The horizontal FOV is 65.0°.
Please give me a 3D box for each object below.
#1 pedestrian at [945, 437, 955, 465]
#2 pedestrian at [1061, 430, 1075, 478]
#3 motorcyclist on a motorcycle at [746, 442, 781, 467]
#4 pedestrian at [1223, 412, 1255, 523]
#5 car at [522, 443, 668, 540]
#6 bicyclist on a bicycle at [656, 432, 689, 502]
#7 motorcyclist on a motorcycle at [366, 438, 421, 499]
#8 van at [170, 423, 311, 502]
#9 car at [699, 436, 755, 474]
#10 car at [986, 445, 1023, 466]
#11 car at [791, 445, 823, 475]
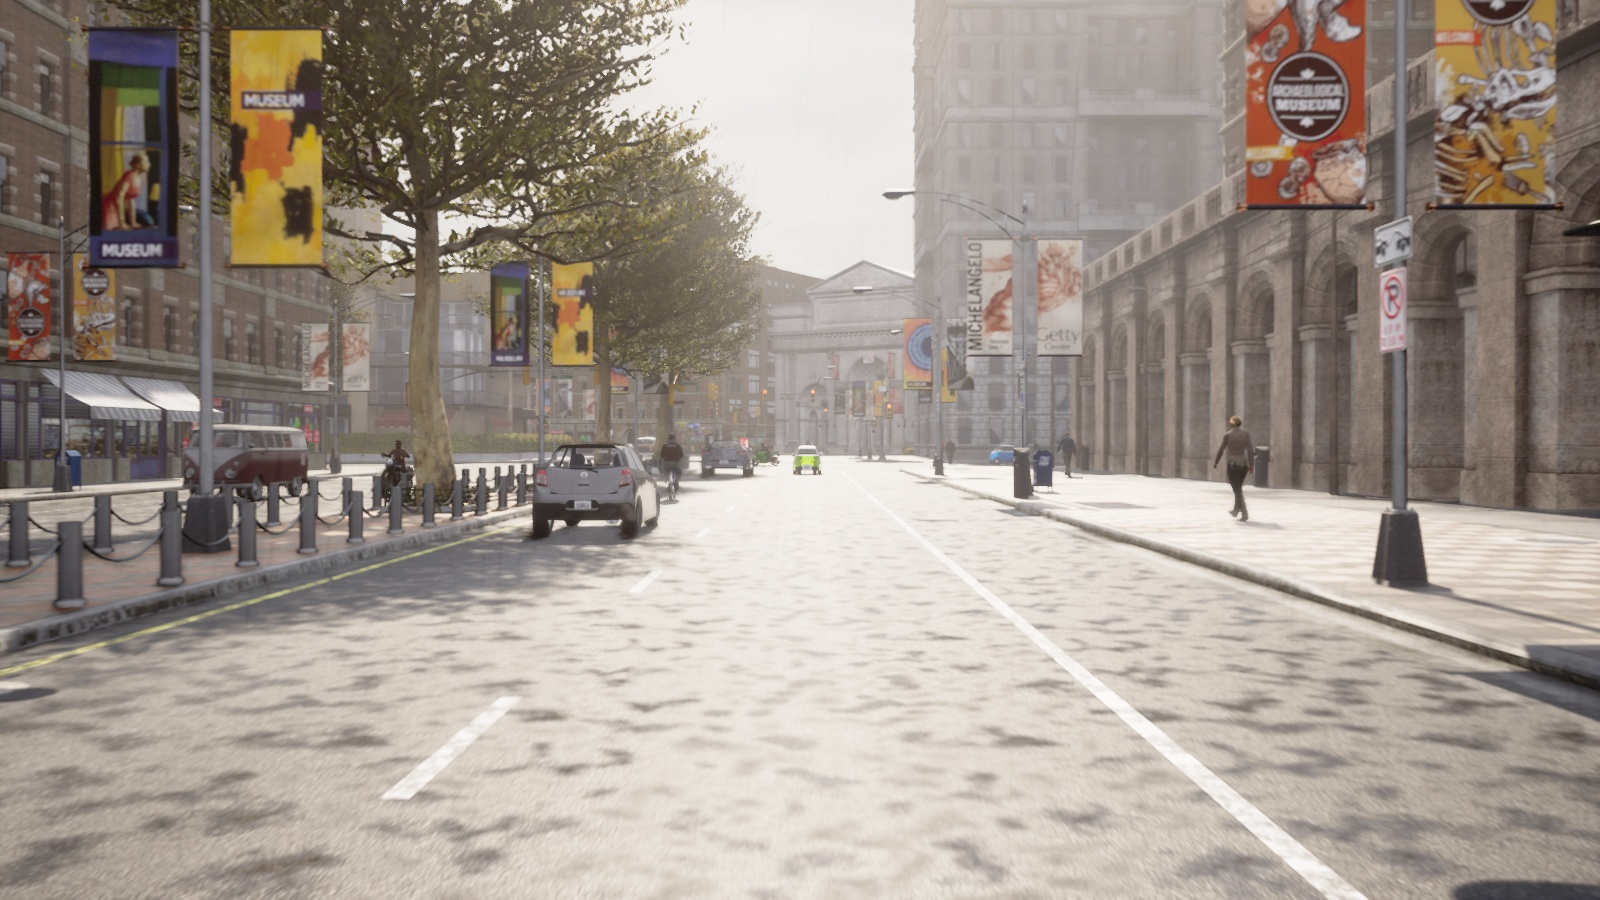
[{"bbox_3d":[10.149,0.069,84.833,0.634,1.844,0.899,0,0,10],"label":"pedestrian"},{"bbox_3d":[10.322,0.139,48.371,0.402,1.842,0.726,0,0,0],"label":"pedestrian"},{"bbox_3d":[-2.327,0.278,79.656,2.044,1.523,0.797,0,1,-24],"label":"motorcyclist on a motorcycle"},{"bbox_3d":[7.405,0.290,21.181,0.331,1.846,0.634,0,0,3],"label":"pedestrian"},{"bbox_3d":[-3.364,0.638,21.251,1.845,1.501,3.633,0,0,0],"label":"car"},{"bbox_3d":[-3.299,0.430,32.666,0.659,1.776,1.843,0,1,0],"label":"bicyclist on a bicycle"},{"bbox_3d":[-11.287,0.491,34.928,0.766,1.649,2.350,0,0,0],"label":"motorcyclist on a motorcycle"},{"bbox_3d":[-14.795,0.299,33.481,1.775,1.987,4.442,0,0,0],"label":"van"},{"bbox_3d":[-3.241,0.203,56.619,2.152,1.651,5.027,0,0,1],"label":"car"},{"bbox_3d":[13.615,0.341,83.571,2.207,1.376,1.481,0,0,0],"label":"car"},{"bbox_3d":[0.341,0.466,59.531,1.481,1.376,2.207,0,1,1],"label":"car"}]
